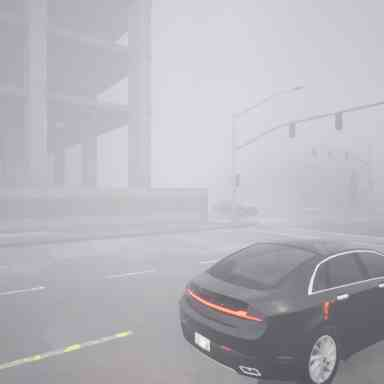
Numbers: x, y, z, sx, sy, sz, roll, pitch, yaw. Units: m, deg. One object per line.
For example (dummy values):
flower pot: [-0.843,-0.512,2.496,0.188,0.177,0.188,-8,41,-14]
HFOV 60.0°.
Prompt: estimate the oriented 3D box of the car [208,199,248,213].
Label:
car: [3.991,1.526,37.850,1.812,1.442,4.674,0,0,-36]

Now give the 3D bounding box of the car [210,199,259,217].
car: [4.128,1.601,31.696,1.895,1.301,4.718,0,0,-36]

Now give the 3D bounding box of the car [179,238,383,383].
car: [2.106,1.505,5.292,4.892,1.490,1.837,0,0,-35]
